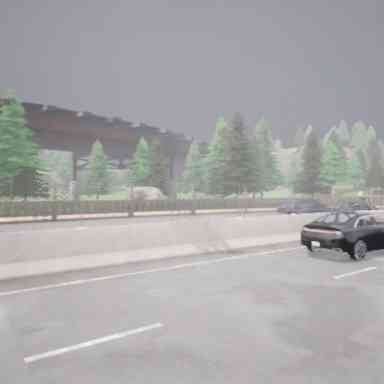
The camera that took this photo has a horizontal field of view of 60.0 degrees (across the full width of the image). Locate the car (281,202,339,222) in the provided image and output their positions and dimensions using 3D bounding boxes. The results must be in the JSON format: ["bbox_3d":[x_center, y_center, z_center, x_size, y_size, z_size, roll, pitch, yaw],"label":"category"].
[{"bbox_3d":[9.398,1.539,26.499,4.181,1.385,1.994,0,0,-27],"label":"car"}]

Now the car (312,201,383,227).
[{"bbox_3d":[11.072,1.467,23.450,4.902,1.511,2.128,0,0,-27],"label":"car"}]

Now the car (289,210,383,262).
[{"bbox_3d":[6.070,1.479,12.160,4.902,1.511,2.128,0,0,-33],"label":"car"}]
